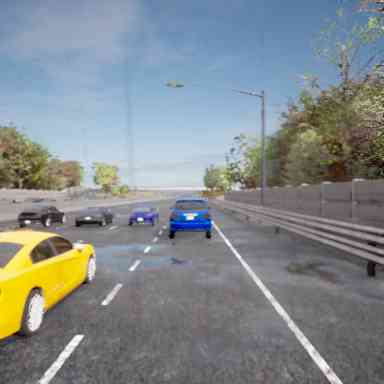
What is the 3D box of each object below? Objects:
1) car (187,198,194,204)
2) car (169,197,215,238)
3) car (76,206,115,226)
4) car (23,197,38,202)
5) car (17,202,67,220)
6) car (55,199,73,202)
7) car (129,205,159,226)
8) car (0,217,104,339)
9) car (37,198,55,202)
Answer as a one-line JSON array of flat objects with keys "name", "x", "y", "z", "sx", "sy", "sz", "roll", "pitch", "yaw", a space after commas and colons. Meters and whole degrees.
[{"name": "car", "x": -0.364, "y": 2.215, "z": 83.308, "sx": 1.837, "sy": 1.490, "sz": 4.892, "roll": 0, "pitch": -1, "yaw": 0}, {"name": "car", "x": -0.088, "y": 1.360, "z": 18.694, "sx": 2.150, "sy": 2.045, "sz": 5.566, "roll": 0, "pitch": 0, "yaw": 0}, {"name": "car", "x": -7.010, "y": 1.743, "z": 24.403, "sx": 1.994, "sy": 1.385, "sz": 4.181, "roll": 0, "pitch": 0, "yaw": 0}, {"name": "car", "x": -31.791, "y": 1.878, "z": 66.020, "sx": 2.097, "sy": 1.767, "sz": 4.553, "roll": 0, "pitch": -1, "yaw": 0}, {"name": "car", "x": -10.510, "y": 1.677, "z": 23.667, "sx": 1.837, "sy": 1.490, "sz": 4.892, "roll": 0, "pitch": 0, "yaw": 0}, {"name": "car", "x": -24.791, "y": 2.120, "z": 65.987, "sx": 1.895, "sy": 1.301, "sz": 4.718, "roll": 0, "pitch": -1, "yaw": 0}, {"name": "car", "x": -3.517, "y": 1.710, "z": 24.894, "sx": 1.812, "sy": 1.442, "sz": 4.674, "roll": 0, "pitch": 0, "yaw": 0}, {"name": "car", "x": -3.434, "y": 1.526, "z": 6.726, "sx": 1.882, "sy": 1.535, "sz": 5.008, "roll": 0, "pitch": 0, "yaw": 0}, {"name": "car", "x": -28.291, "y": 2.048, "z": 66.003, "sx": 1.812, "sy": 1.442, "sz": 4.674, "roll": 0, "pitch": -1, "yaw": 0}]
